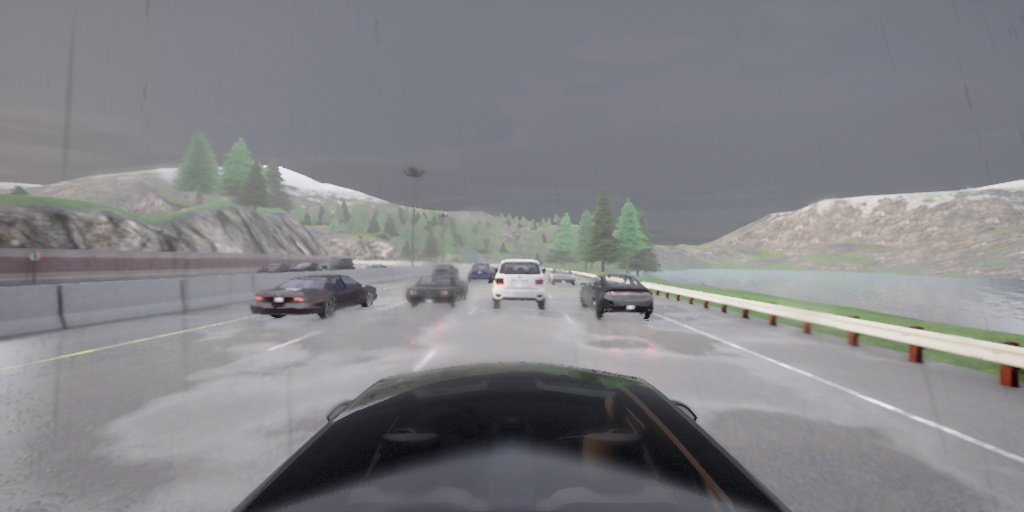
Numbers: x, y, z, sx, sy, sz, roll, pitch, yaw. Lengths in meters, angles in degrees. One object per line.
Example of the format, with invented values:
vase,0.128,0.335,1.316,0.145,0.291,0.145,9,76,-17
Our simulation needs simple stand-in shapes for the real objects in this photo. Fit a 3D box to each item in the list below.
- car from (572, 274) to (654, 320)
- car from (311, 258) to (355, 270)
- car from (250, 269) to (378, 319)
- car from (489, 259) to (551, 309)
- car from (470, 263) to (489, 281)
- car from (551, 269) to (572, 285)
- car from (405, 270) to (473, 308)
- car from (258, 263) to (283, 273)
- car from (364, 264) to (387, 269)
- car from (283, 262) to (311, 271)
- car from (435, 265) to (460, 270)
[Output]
car,3.791,1.440,13.667,2.128,1.511,4.902,1,-1,2
car,-20.248,1.211,41.471,2.150,2.045,5.566,1,0,1
car,-6.735,1.353,12.972,2.033,1.411,5.357,1,-1,2
car,0.363,1.164,16.439,2.150,2.045,5.566,1,0,2
car,-2.722,1.460,33.019,2.097,1.767,4.553,1,-1,2
car,4.221,1.772,30.925,1.895,1.301,4.718,1,-1,2
car,-3.142,1.492,16.103,1.895,1.301,4.718,1,-1,2
car,-27.270,1.469,41.673,1.994,1.385,4.181,1,-1,1
car,-16.763,1.634,44.188,1.994,1.385,4.181,1,-1,0
car,-23.762,1.426,41.639,1.882,1.535,5.008,1,-1,1
car,-6.198,1.583,33.971,1.837,1.490,4.892,1,0,2
